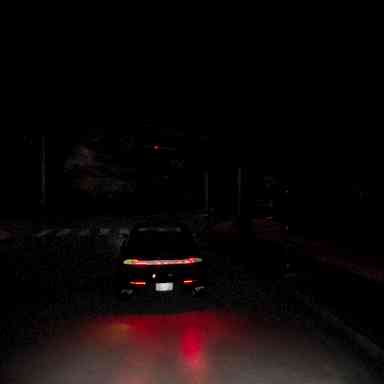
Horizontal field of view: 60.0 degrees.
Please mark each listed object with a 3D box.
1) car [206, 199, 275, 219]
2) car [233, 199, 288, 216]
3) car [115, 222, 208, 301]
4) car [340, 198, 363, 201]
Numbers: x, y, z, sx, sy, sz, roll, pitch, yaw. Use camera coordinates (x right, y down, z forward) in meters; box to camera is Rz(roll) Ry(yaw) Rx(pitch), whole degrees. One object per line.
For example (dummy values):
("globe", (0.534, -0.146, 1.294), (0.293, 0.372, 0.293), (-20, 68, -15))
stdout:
("car", (3.873, 1.390, 26.442), (5.357, 1.411, 2.033), (0, 0, -13))
("car", (6.271, 1.369, 30.764), (4.674, 1.442, 1.812), (0, 0, -12))
("car", (-0.836, 1.492, 8.389), (2.128, 1.511, 4.902), (0, 0, -8))
("car", (15.299, 1.348, 32.764), (4.892, 1.490, 1.837), (0, 0, -12))
